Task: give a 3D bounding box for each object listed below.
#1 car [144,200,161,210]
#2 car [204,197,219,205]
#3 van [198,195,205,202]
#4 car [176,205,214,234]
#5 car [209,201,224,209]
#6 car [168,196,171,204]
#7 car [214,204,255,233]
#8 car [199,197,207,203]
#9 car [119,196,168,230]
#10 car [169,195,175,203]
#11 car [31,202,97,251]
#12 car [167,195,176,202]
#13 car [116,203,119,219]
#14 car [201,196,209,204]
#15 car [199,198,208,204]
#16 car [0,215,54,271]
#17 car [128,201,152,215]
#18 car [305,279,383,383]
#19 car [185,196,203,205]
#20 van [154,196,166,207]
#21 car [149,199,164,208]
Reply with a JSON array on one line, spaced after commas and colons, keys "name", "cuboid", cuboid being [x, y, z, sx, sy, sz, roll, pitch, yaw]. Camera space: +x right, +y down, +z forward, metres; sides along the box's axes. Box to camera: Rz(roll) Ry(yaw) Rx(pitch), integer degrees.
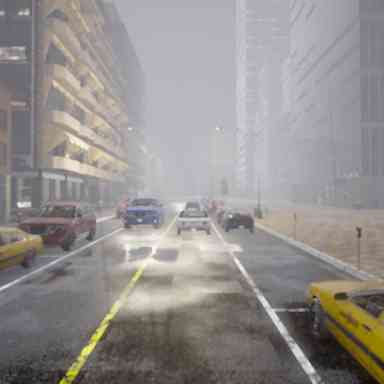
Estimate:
[{"name": "car", "cuboid": [-5.699, 1.820, 48.083, 1.947, 1.339, 4.313, 1, 0, 0]}, {"name": "car", "cuboid": [2.687, 1.635, 36.946, 1.967, 1.590, 4.097, 1, 0, 0]}, {"name": "van", "cuboid": [2.667, 1.841, 92.644, 1.690, 1.788, 3.998, 1, 0, 0]}, {"name": "car", "cuboid": [0.091, 1.705, 19.873, 1.895, 1.301, 4.718, 0, 0, 0]}, {"name": "car", "cuboid": [2.691, 1.686, 25.806, 2.008, 1.369, 4.403, 1, 0, 0]}, {"name": "car", "cuboid": [-5.705, 1.870, 64.622, 1.752, 1.417, 4.829, 1, 0, 0]}, {"name": "car", "cuboid": [2.693, 1.657, 20.238, 2.008, 1.369, 4.403, 1, 0, 0]}, {"name": "car", "cuboid": [2.669, 1.964, 81.672, 1.752, 1.417, 4.829, 1, 0, 0]}, {"name": "car", "cuboid": [-3.103, 1.340, 22.534, 2.150, 2.045, 5.566, 0, 0, 0]}, {"name": "car", "cuboid": [-5.709, 1.957, 75.930, 2.008, 1.369, 4.403, 1, 0, 0]}, {"name": "car", "cuboid": [-5.681, 1.392, 14.667, 2.192, 1.841, 5.009, 1, 0, 0]}, {"name": "car", "cuboid": [-5.713, 1.814, 92.641, 2.192, 1.841, 5.009, 1, 0, 0]}, {"name": "car", "cuboid": [-5.688, 1.480, 31.375, 2.192, 1.841, 5.009, 1, 0, 0]}, {"name": "car", "cuboid": [2.683, 1.695, 48.086, 1.967, 1.590, 4.097, 1, 0, 0]}, {"name": "car", "cuboid": [2.670, 1.989, 75.932, 1.802, 1.307, 4.206, 1, 0, 0]}, {"name": "car", "cuboid": [-5.682, 1.572, 8.926, 1.752, 1.417, 4.829, 1, 0, 0]}, {"name": "car", "cuboid": [-5.694, 1.739, 36.943, 1.887, 1.381, 4.507, 1, 0, 0]}, {"name": "car", "cuboid": [2.700, 1.545, 3.699, 1.752, 1.417, 4.829, 1, 0, 0]}, {"name": "car", "cuboid": [0.082, 1.715, 45.021, 1.882, 1.535, 5.008, 0, 0, 0]}, {"name": "van", "cuboid": [-5.700, 1.656, 59.224, 1.690, 1.788, 3.998, 1, 0, 0]}, {"name": "car", "cuboid": [-5.701, 1.836, 53.652, 2.008, 1.369, 4.403, 1, 0, 0]}]
